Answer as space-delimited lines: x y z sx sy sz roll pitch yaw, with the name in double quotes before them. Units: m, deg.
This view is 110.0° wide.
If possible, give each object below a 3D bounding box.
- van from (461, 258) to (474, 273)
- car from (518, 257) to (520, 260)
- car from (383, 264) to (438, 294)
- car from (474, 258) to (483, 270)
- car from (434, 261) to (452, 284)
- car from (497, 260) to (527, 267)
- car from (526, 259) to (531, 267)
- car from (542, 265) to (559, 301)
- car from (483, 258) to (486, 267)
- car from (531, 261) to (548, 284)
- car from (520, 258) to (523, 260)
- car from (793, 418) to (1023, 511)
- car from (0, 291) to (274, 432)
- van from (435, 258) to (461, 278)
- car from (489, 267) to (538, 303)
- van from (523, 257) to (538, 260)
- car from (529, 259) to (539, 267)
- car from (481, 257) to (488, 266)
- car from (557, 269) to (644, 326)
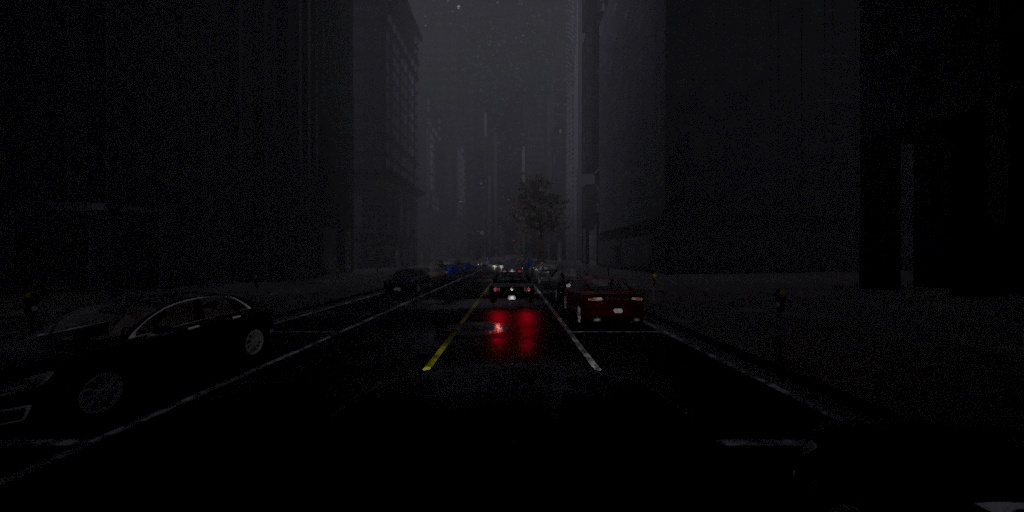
"van" -5.763 1.097 41.883 1.690 1.789 3.998 0 0 0
"car" 2.763 1.085 63.890 2.192 1.841 5.009 0 0 0
"car" -5.763 1.314 20.229 1.948 1.339 4.313 0 0 0
"car" -5.763 1.313 52.709 2.007 1.370 4.403 0 0 0
"car" -5.763 1.275 25.473 1.751 1.417 4.829 0 0 0
"car" 0.000 1.316 31.501 2.033 1.411 5.357 0 0 0
"car" 2.763 1.320 37.446 1.948 1.339 4.313 0 0 0
"car" 2.763 1.298 16.996 2.007 1.370 4.403 0 0 0
"car" -5.762 1.348 58.122 1.802 1.307 4.207 0 0 0
"car" 2.762 1.301 26.868 2.007 1.370 4.403 0 0 0
"car" 2.763 1.317 58.601 2.007 1.370 4.403 0 0 0
"car" 2.763 1.297 0.663 2.007 1.370 4.403 0 0 0
"car" -5.763 1.297 5.658 2.007 1.370 4.403 0 0 0
"van" -5.763 1.092 31.056 1.690 1.789 3.998 0 0 0
"car" 0.000 1.365 16.530 1.895 1.301 4.718 0 0 0
"van" 2.763 1.100 48.024 1.690 1.789 3.998 0 0 0
"car" 2.763 1.277 32.327 1.751 1.417 4.829 0 0 0
"car" -5.762 1.315 63.535 1.888 1.381 4.507 0 0 0
"car" 2.762 1.292 11.552 1.888 1.381 4.507 0 0 0
